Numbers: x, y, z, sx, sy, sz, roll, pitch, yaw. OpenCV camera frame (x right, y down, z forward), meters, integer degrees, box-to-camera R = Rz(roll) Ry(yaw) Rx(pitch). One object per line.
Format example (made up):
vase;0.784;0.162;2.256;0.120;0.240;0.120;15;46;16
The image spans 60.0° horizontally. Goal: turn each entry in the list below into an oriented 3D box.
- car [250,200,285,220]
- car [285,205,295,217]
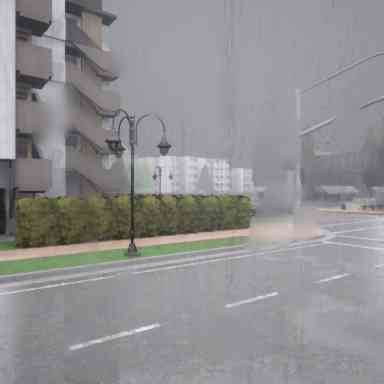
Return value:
car;5.084;1.505;28.074;1.837;1.490;4.892;0;0;-37
car;7.350;1.478;30.866;1.882;1.535;5.008;0;0;-37
